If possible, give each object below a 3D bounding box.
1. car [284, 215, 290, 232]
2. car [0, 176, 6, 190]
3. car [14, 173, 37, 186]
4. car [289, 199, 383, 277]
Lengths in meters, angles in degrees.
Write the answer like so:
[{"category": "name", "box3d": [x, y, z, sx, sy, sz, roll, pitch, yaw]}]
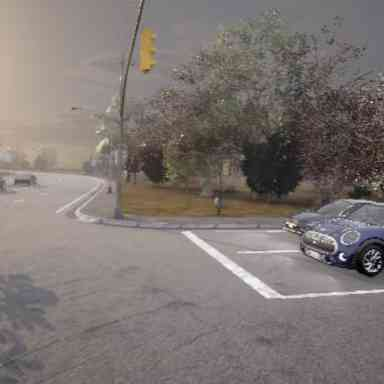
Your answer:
[{"category": "car", "box3d": [5.991, 1.053, 12.861, 4.892, 1.490, 1.837, 1, 3, -15]}, {"category": "car", "box3d": [-18.820, -0.873, 30.852, 1.837, 1.490, 4.892, 2, 3, -12]}, {"category": "car", "box3d": [-21.520, -1.691, 43.191, 1.882, 1.535, 5.008, 2, 4, -13]}, {"category": "car", "box3d": [5.321, 1.070, 9.054, 4.553, 1.767, 2.097, 1, 3, -15]}]
